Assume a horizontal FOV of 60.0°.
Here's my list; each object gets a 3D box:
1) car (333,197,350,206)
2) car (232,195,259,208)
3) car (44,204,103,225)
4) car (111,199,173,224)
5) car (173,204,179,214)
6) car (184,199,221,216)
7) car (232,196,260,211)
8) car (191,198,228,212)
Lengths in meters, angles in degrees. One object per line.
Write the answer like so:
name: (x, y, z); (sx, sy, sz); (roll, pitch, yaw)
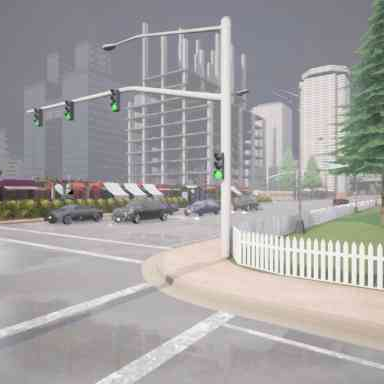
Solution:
car: (24.103, 1.478, 53.649); (1.882, 1.535, 5.008); (0, 0, 34)
car: (7.927, 1.352, 48.764); (2.097, 1.767, 4.553); (0, 0, 35)
car: (-8.606, 1.564, 24.422); (1.994, 1.385, 4.181); (0, 0, 34)
car: (-3.892, 1.352, 25.140); (2.097, 1.767, 4.553); (0, 0, 34)
car: (-3.423, 1.547, 32.076); (2.033, 1.411, 5.357); (0, 0, 34)
car: (1.060, 1.526, 32.433); (1.812, 1.442, 4.674); (0, 0, 34)
car: (6.696, 1.505, 40.759); (1.837, 1.490, 4.892); (0, 0, 34)
car: (2.223, 1.547, 40.411); (2.033, 1.411, 5.357); (0, 0, 34)
